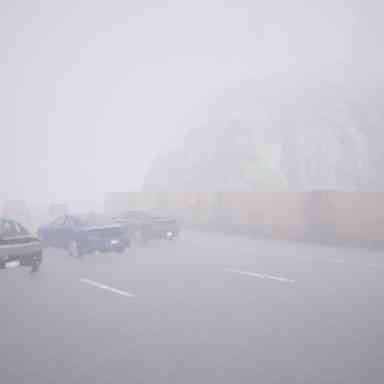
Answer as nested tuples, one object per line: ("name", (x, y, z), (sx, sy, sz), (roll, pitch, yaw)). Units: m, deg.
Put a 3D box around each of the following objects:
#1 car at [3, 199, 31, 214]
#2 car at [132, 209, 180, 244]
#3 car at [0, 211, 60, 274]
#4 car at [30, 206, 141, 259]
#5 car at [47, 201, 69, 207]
("car", (-15.835, 1.456, 30.261), (2.097, 1.767, 4.553), (0, 0, -25))
("car", (-2.613, 1.574, 16.231), (1.837, 1.490, 4.892), (0, 0, -43))
("car", (-6.021, 1.524, 9.673), (4.902, 1.511, 2.128), (0, 0, 45))
("car", (-4.335, 1.529, 12.951), (1.882, 1.535, 5.008), (0, 0, -44))
("car", (-13.475, 1.616, 33.601), (2.128, 1.511, 4.902), (0, 0, -23))
